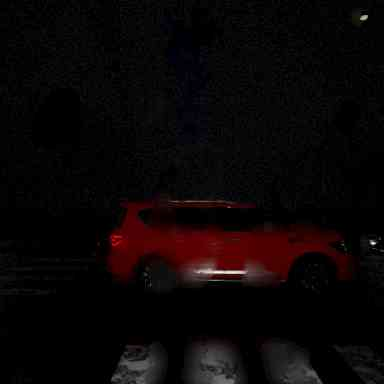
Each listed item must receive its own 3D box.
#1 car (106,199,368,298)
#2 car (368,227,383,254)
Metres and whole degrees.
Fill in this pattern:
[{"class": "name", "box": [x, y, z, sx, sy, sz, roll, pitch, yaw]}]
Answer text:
[{"class": "car", "box": [0.803, 1.198, 7.979, 5.566, 2.045, 2.150, 0, 0, 1]}, {"class": "car", "box": [8.328, 1.402, 10.850, 4.892, 1.490, 1.837, 0, 0, 1]}]
